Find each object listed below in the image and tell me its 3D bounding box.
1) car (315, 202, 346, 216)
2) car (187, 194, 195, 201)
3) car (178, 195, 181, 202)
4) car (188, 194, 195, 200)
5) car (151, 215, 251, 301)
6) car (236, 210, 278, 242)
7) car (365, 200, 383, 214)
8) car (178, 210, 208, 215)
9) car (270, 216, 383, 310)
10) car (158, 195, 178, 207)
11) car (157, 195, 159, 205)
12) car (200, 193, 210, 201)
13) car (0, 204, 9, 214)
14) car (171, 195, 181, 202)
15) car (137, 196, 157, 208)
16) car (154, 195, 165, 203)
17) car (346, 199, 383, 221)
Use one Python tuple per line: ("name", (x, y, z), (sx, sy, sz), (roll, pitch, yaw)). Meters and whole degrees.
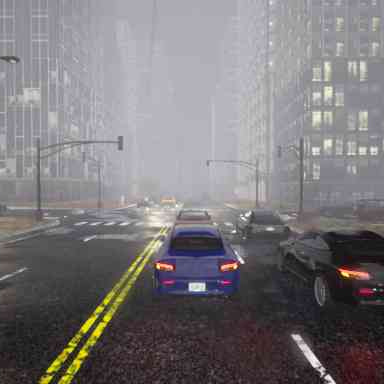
("car", (15.040, 1.702, 33.755), (4.718, 1.301, 1.895), (0, 1, 1))
("car", (-0.145, 1.514, 79.172), (1.895, 1.301, 4.718), (0, 0, 0))
("car", (-3.433, 1.553, 60.111), (1.895, 1.301, 4.718), (0, 0, 0))
("car", (-0.164, 1.266, 89.144), (1.812, 1.442, 4.674), (0, 0, 0))
("car", (0.087, 1.522, 8.213), (1.812, 1.442, 4.674), (0, 0, 0))
("car", (3.325, 1.555, 16.219), (1.994, 1.385, 4.181), (0, 0, -1))
("car", (21.744, 1.643, 36.263), (4.829, 1.417, 1.752), (1, 0, 1))
("car", (0.071, 1.591, 17.380), (1.895, 1.301, 4.718), (0, 0, 0))
("car", (3.338, 1.522, 7.649), (1.812, 1.442, 4.674), (0, 0, 0))
("car", (-3.433, 1.442, 49.275), (1.882, 1.535, 5.008), (0, 0, 0))
("car", (-6.687, 1.458, 58.018), (1.837, 1.490, 4.892), (0, 0, 0))
("car", (3.106, 1.143, 78.761), (2.150, 2.045, 5.566), (0, 0, 0))
("car", (-19.808, 1.442, 31.082), (4.718, 1.301, 1.895), (1, 1, 1))
("car", (-3.383, 1.414, 72.026), (1.882, 1.535, 5.008), (0, 0, 0))
("car", (-6.685, 1.513, 47.876), (2.033, 1.411, 5.357), (0, 0, 0))
("car", (-6.628, 1.443, 68.960), (1.837, 1.490, 4.892), (0, 0, 0))
("car", (16.151, 1.520, 27.967), (5.009, 1.841, 2.192), (1, 0, 1))
